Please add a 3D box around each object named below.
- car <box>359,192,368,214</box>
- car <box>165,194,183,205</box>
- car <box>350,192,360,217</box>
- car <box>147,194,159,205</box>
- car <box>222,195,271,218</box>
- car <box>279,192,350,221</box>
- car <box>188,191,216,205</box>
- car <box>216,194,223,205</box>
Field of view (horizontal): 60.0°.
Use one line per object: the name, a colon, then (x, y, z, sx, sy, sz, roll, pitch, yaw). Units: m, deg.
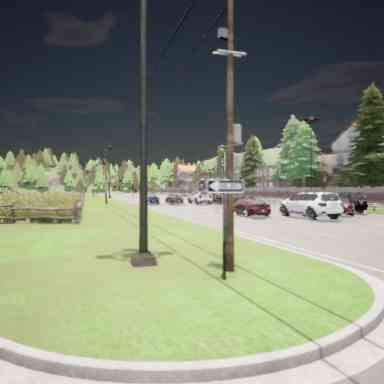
car: (14.216, 0.986, 32.061, 2.150, 2.045, 5.566, 0, 1, -19)
car: (-2.639, 1.091, 49.120, 1.812, 1.442, 4.674, 0, 1, -19)
car: (11.666, 1.138, 28.677, 2.097, 1.767, 4.553, 0, 1, -19)
car: (-6.140, 1.037, 48.550, 1.882, 1.535, 5.008, 0, 1, -19)
car: (4.620, 1.251, 27.659, 1.882, 1.535, 5.008, 0, 1, -19)
car: (9.010, 1.026, 25.605, 2.150, 2.045, 5.566, 0, 1, -19)
car: (1.090, 0.799, 49.022, 2.150, 2.045, 5.566, 0, 1, -19)
car: (4.395, 1.069, 50.174, 2.128, 1.511, 4.902, 0, 1, -19)
